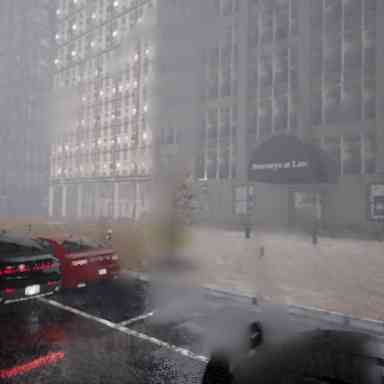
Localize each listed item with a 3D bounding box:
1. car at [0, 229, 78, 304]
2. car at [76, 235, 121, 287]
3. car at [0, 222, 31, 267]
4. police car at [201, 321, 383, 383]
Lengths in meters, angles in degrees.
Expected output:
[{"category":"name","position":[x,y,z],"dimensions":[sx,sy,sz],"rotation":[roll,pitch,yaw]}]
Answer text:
[{"category":"car","position":[-5.149,1.793,8.337],"dimensions":[4.892,1.490,1.837],"rotation":[-1,-3,39]},{"category":"car","position":[-4.006,1.913,9.805],"dimensions":[4.507,1.381,1.887],"rotation":[-1,-3,39]},{"category":"car","position":[-8.549,1.977,13.430],"dimensions":[4.829,1.417,1.752],"rotation":[-1,-3,39]},{"category":"police car","position":[2.484,1.561,1.980],"dimensions":[5.238,1.638,1.930],"rotation":[-1,-3,33]}]
